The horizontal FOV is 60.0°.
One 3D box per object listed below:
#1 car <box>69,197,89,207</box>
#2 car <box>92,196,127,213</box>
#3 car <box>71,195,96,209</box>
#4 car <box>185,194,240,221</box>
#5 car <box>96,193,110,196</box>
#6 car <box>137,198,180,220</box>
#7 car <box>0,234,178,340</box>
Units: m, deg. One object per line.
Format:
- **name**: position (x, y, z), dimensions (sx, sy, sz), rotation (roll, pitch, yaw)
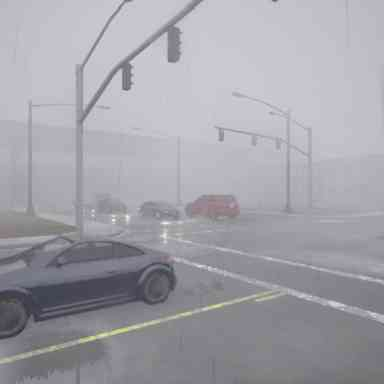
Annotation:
- **car**: position (-18.338, 1.547, 54.370), dimensions (2.033, 1.411, 5.357), rotation (0, 0, -7)
- **car**: position (-8.875, 1.478, 36.587), dimensions (1.882, 1.535, 5.008), rotation (0, 0, -36)
- **car**: position (-14.663, 1.526, 44.928), dimensions (1.812, 1.442, 4.674), rotation (0, 0, -32)
- **car**: position (1.621, 1.221, 27.920), dimensions (2.150, 2.045, 5.566), rotation (0, 0, -33)
- **car**: position (-13.806, 1.221, 50.906), dimensions (2.150, 2.045, 5.566), rotation (-1, 0, -24)
- **car**: position (-2.872, 1.505, 28.448), dimensions (1.837, 1.490, 4.892), rotation (0, 0, -36)
- **car**: position (-2.369, 1.564, 6.565), dimensions (4.181, 1.385, 1.994), rotation (0, 0, -35)
